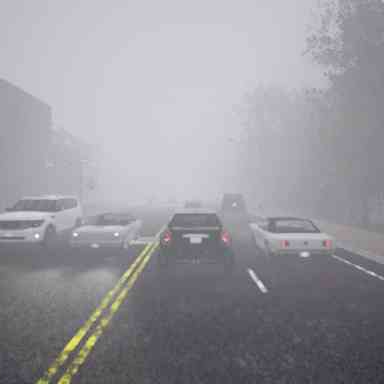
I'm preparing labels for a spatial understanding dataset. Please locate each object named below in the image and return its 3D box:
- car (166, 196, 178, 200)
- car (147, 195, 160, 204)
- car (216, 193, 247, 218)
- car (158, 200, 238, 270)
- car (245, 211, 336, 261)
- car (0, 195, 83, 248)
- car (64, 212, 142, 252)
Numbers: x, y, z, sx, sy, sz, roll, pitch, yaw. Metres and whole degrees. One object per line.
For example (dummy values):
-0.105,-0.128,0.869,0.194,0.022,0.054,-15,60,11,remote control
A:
-3.279,1.353,55.805,1.994,1.385,4.181,0,0,1,car
-6.532,1.290,56.974,1.837,1.490,4.892,0,0,0,car
3.362,1.112,28.940,2.150,2.045,5.566,0,0,0,car
0.105,1.310,11.058,2.097,1.767,4.553,0,0,0,car
3.355,1.554,12.107,1.895,1.301,4.718,0,0,0,car
-6.594,1.167,14.750,2.150,2.045,5.566,0,0,0,car
-3.345,1.549,13.731,1.895,1.301,4.718,0,0,0,car
